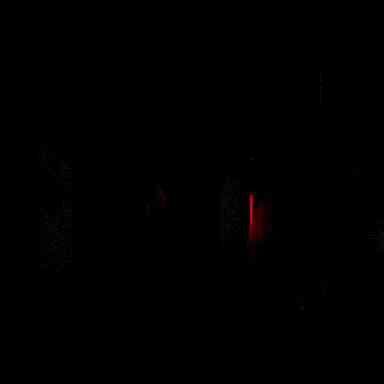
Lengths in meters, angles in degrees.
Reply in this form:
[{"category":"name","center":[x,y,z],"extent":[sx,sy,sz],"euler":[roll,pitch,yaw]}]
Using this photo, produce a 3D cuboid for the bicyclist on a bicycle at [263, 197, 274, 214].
[{"category":"bicyclist on a bicycle","center":[7.383,1.349,32.117],"extent":[1.656,1.620,0.582],"euler":[0,0,-36]}]
